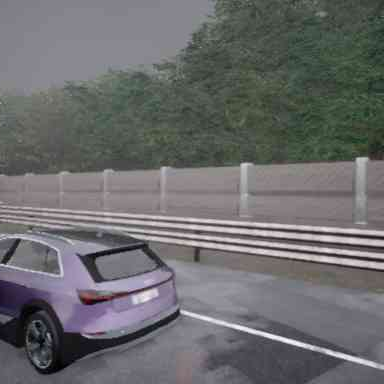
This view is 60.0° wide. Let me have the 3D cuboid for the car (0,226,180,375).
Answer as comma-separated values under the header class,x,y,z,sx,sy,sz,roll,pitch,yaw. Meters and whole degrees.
class,x,y,z,sx,sy,sz,roll,pitch,yaw
car,-2.428,1.391,5.613,4.856,1.649,2.033,1,0,36
